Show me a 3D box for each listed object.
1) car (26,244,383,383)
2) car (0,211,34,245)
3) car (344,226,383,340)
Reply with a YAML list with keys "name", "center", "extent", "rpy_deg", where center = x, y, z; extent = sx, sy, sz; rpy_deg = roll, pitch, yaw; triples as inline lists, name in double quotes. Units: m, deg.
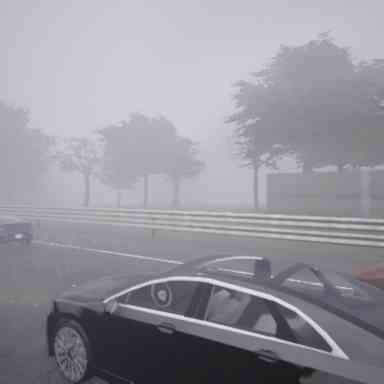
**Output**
- name: "car"
  center: [0.304, 1.493, 3.757]
  extent: [4.902, 1.511, 2.128]
  rpy_deg: [0, 0, 35]
- name: "car"
  center: [-8.664, 1.562, 14.318]
  extent: [4.674, 1.442, 1.812]
  rpy_deg: [0, 0, 35]
- name: "car"
  center: [5.043, 1.475, 4.680]
  extent: [5.008, 1.535, 1.882]
  rpy_deg: [0, 0, 36]
